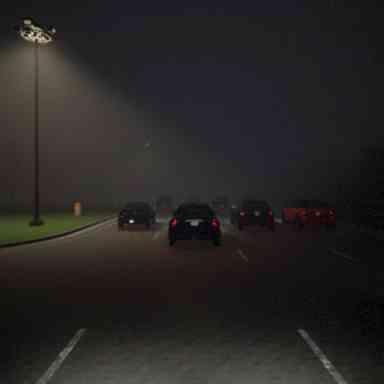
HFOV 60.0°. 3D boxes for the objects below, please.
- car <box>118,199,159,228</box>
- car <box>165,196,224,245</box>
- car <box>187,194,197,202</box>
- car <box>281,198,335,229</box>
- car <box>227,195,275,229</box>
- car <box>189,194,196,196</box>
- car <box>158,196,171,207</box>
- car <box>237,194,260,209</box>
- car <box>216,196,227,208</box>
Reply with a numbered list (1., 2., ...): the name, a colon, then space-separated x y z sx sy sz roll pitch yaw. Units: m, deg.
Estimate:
1. car: -3.406 1.381 21.155 1.837 1.490 4.892 0 0 0
2. car: 0.095 1.262 15.233 2.097 1.767 4.553 0 0 0
3. car: 0.049 1.158 62.785 1.812 1.442 4.674 0 0 0
4. car: 7.095 1.229 20.861 2.097 1.767 4.553 0 0 0
5. car: 3.593 1.231 20.518 2.097 1.767 4.553 0 0 0
6. car: 0.089 1.327 37.644 2.033 1.411 5.357 0 0 0
7. car: -3.412 1.259 41.962 1.837 1.490 4.892 0 0 0
8. car: 7.087 1.106 41.918 2.097 1.767 4.553 0 0 0
9. car: 3.588 1.255 42.689 1.837 1.490 4.892 0 0 0
